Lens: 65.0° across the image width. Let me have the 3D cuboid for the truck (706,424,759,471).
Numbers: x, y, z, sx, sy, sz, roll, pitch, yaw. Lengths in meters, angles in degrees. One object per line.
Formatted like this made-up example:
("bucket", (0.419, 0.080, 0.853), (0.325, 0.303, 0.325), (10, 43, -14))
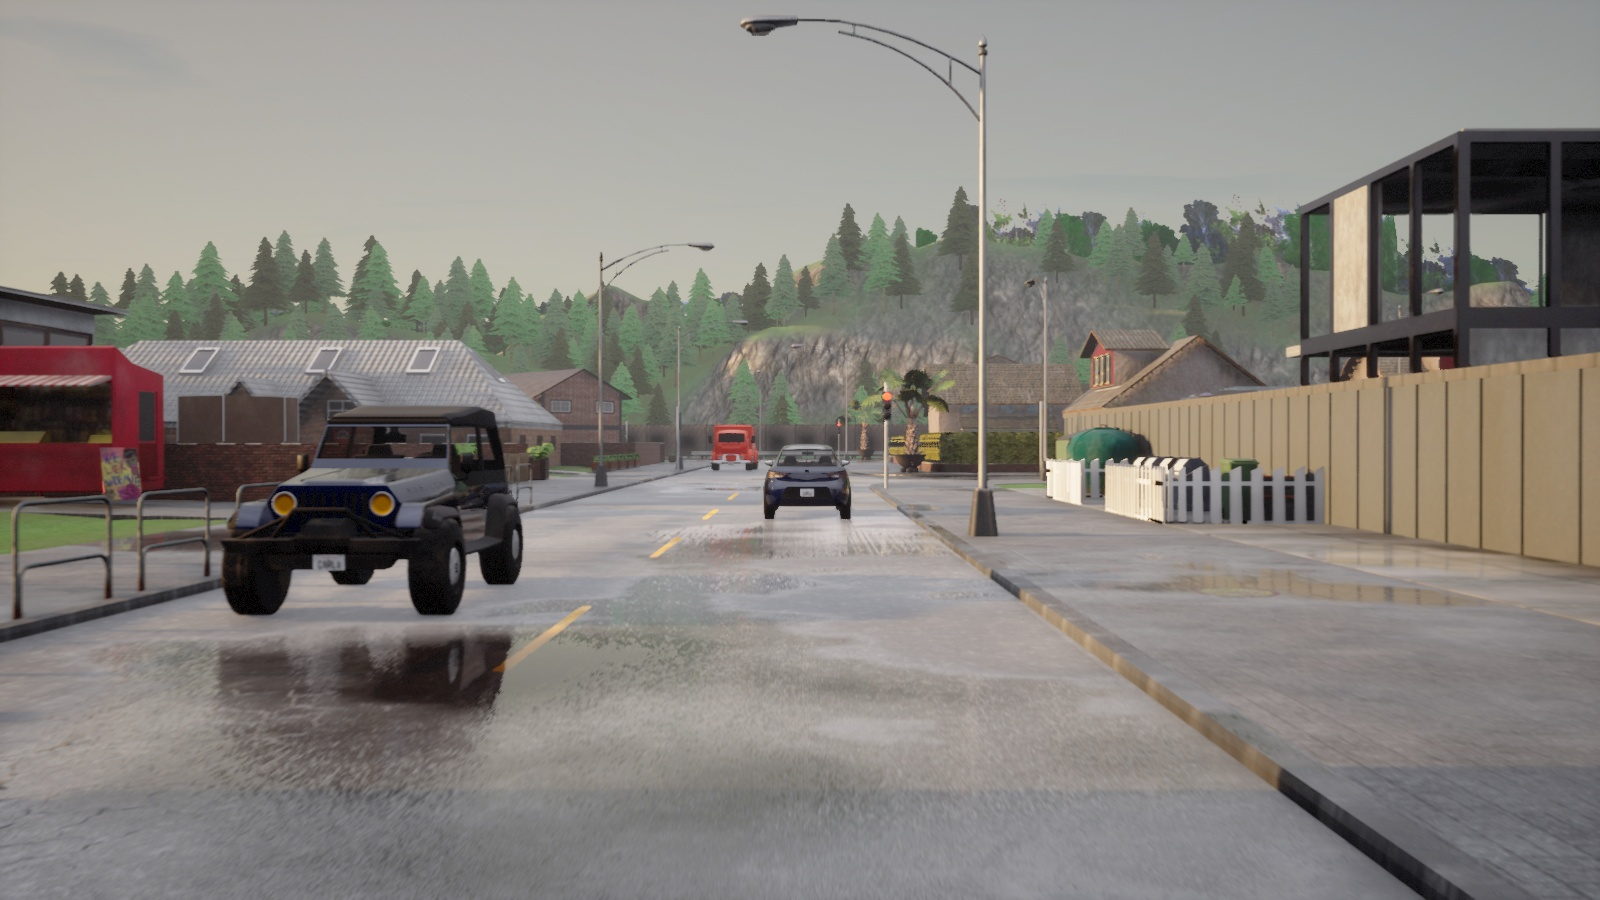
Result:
("truck", (-3.630, -0.122, 68.543), (2.627, 2.467, 5.204), (0, 0, 0))

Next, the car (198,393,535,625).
("car", (-3.923, 0.471, 12.105), (1.905, 1.878, 3.866), (0, 0, 0))

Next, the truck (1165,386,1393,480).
("truck", (19.987, -0.700, 52.778), (8.468, 3.827, 2.891), (0, 0, 0))

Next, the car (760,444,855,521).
("car", (0.151, 0.613, 26.202), (1.816, 1.474, 4.193), (0, 0, 0))
